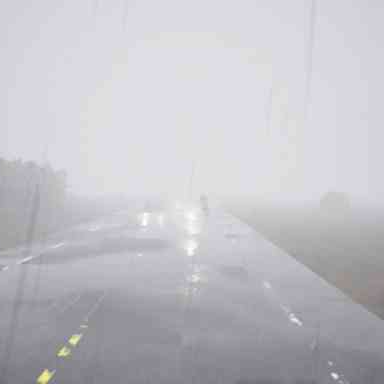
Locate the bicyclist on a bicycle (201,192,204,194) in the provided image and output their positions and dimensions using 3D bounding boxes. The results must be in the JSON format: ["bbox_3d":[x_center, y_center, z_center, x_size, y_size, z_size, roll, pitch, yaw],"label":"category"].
[{"bbox_3d":[0.970,0.915,31.125,0.659,1.776,1.843,0,1,0],"label":"bicyclist on a bicycle"}]

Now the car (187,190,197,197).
[{"bbox_3d":[0.014,0.433,77.260,2.128,1.511,4.902,0,1,0],"label":"car"}]

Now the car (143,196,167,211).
[{"bbox_3d":[-3.574,1.118,32.737,1.895,1.301,4.718,0,1,0],"label":"car"}]

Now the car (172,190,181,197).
[{"bbox_3d":[-3.487,0.301,75.071,1.994,1.385,4.181,0,1,0],"label":"car"}]

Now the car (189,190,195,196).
[{"bbox_3d":[0.017,0.229,94.185,1.837,1.490,4.892,0,1,0],"label":"car"}]

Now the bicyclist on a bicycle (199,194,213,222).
[{"bbox_3d":[0.953,1.136,22.143,0.866,1.612,1.509,0,1,0],"label":"bicyclist on a bicycle"}]
